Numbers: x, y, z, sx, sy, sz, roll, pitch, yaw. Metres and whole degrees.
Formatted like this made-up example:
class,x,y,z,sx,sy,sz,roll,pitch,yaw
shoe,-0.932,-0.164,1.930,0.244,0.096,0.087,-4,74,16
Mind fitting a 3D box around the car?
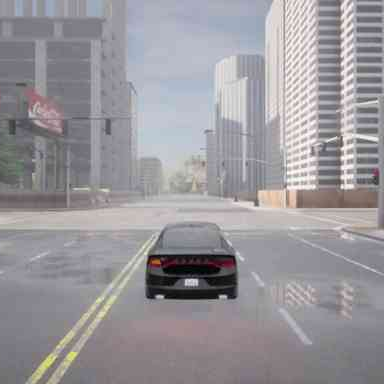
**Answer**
class,x,y,z,sx,sy,sz,roll,pitch,yaw
car,-0.003,1.477,8.464,1.882,1.535,5.008,0,0,0
